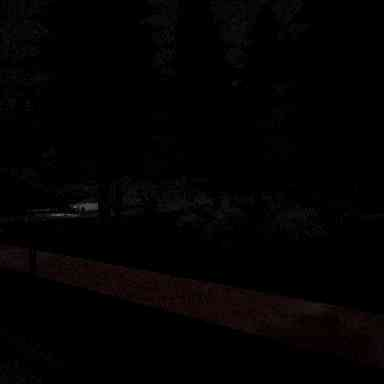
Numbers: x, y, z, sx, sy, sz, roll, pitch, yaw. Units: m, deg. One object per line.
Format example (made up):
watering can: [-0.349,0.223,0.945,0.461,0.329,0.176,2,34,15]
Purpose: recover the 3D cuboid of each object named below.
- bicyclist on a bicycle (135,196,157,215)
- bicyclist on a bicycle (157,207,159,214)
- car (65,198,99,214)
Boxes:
bicyclist on a bicycle: [-4.125,1.141,28.461,1.656,1.620,0.582,0,0,15]
bicyclist on a bicycle: [-3.563,1.142,28.944,1.656,1.620,0.582,0,0,22]
car: [-10.301,1.363,33.172,1.812,1.442,4.674,0,0,35]
